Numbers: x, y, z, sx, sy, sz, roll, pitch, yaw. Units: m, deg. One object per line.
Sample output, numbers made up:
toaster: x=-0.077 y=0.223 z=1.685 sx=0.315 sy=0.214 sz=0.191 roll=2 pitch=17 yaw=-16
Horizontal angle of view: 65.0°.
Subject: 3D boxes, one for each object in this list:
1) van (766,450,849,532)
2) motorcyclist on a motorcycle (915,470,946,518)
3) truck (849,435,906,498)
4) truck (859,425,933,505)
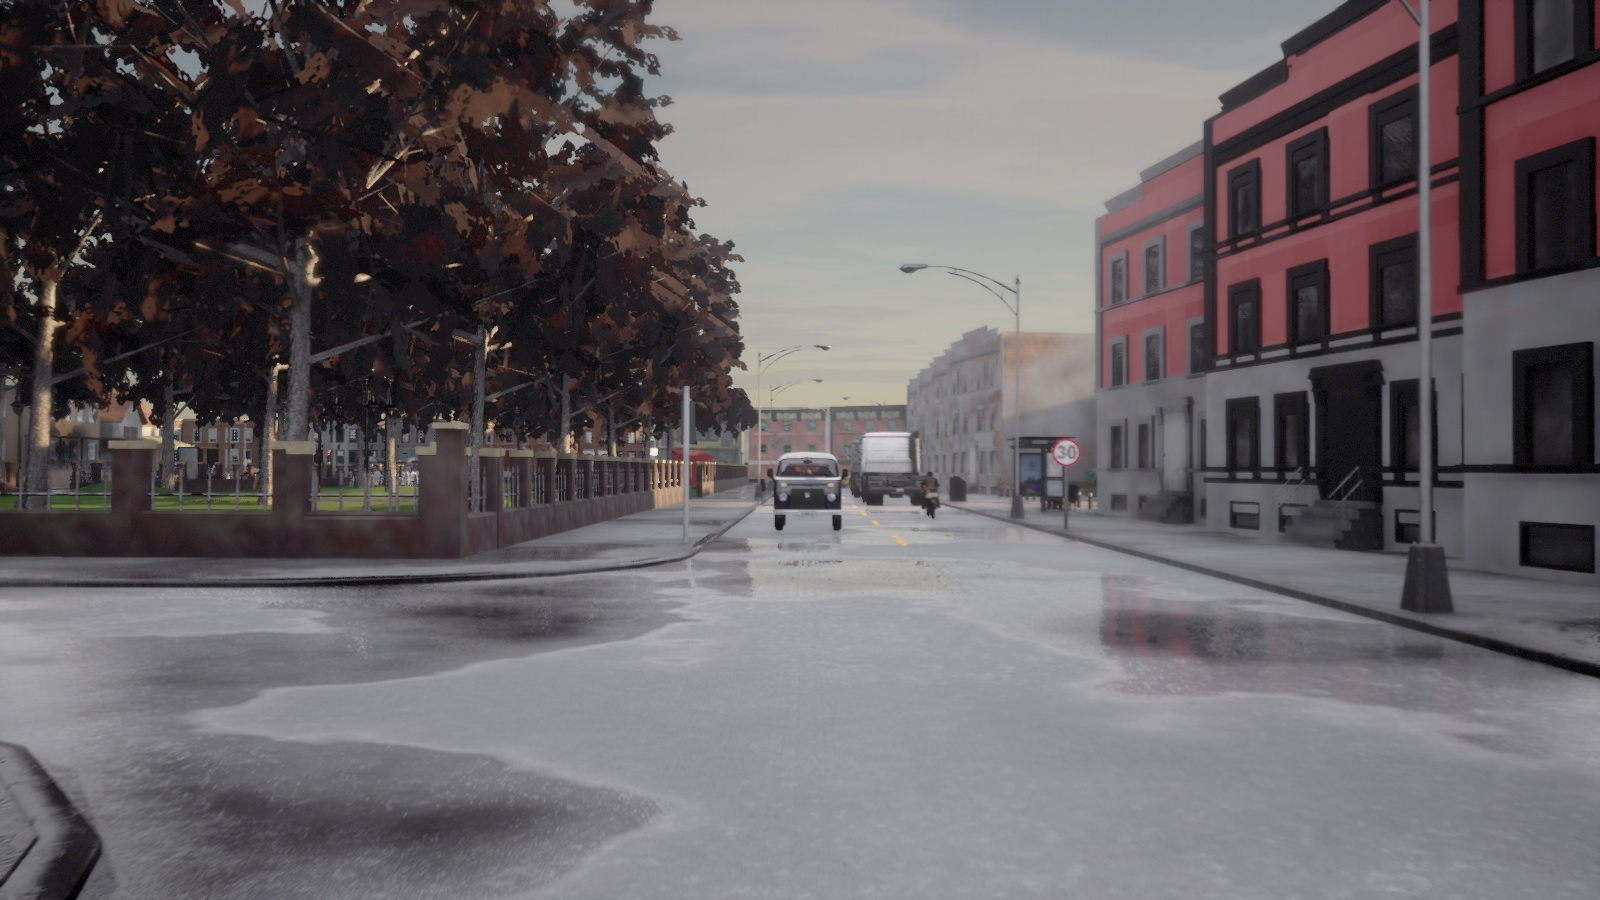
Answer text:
van: x=0.214 y=1.060 z=33.541 sx=2.069 sy=2.038 sz=4.480 roll=0 pitch=-1 yaw=1
motorcyclist on a motorcycle: x=4.248 y=1.420 z=41.039 sx=0.797 sy=1.523 sz=2.044 roll=0 pitch=-1 yaw=0
truck: x=4.431 y=0.962 z=73.430 sx=2.891 sy=3.462 sz=7.936 roll=0 pitch=-1 yaw=0
truck: x=4.346 y=0.729 z=58.548 sx=2.891 sy=3.462 sz=7.936 roll=0 pitch=-1 yaw=0
